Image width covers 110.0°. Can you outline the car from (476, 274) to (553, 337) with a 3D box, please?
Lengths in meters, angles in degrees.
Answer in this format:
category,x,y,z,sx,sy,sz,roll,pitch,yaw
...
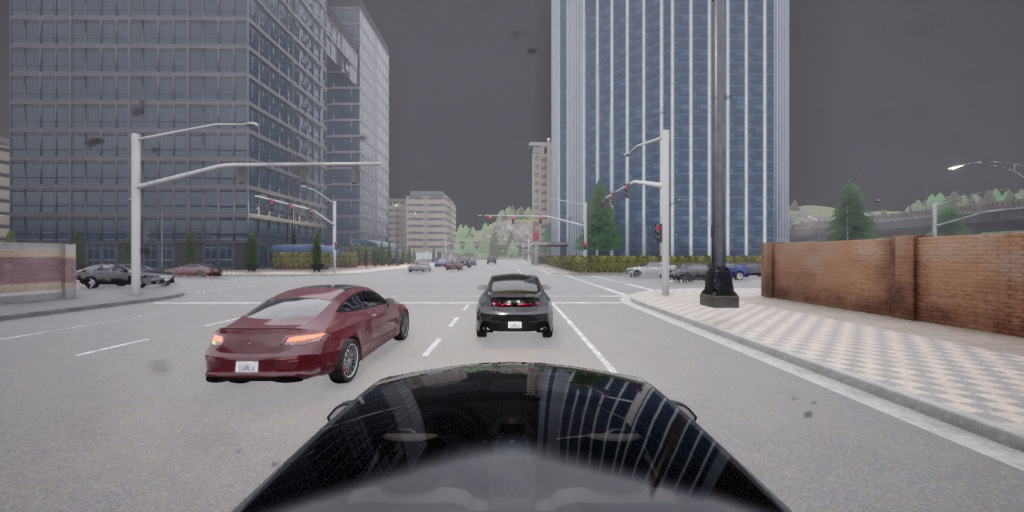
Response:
category,x,y,z,sx,sy,sz,roll,pitch,yaw
car,0.063,1.255,10.229,1.837,1.490,4.892,0,0,0

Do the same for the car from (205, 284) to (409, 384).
category,x,y,z,sx,sy,sz,roll,pitch,yaw
car,-3.438,1.276,6.963,1.812,1.442,4.674,0,0,0

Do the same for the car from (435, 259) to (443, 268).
category,x,y,z,sx,sy,sz,roll,pitch,yaw
car,-11.549,1.227,59.113,1.882,1.535,5.008,0,0,-1

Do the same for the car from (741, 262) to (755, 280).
category,x,y,z,sx,sy,sz,roll,pitch,yaw
car,17.208,1.228,30.276,5.008,1.535,1.882,0,0,-1

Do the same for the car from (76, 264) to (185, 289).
category,x,y,z,sx,sy,sz,roll,pitch,yaw
car,-24.231,1.241,22.667,4.902,1.511,2.128,0,0,0

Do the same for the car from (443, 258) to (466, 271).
category,x,y,z,sx,sy,sz,roll,pitch,yaw
car,-7.915,1.351,49.646,1.895,1.301,4.718,0,0,-1

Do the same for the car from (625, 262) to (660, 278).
category,x,y,z,sx,sy,sz,roll,pitch,yaw
car,13.025,1.276,33.719,4.674,1.442,1.812,0,0,1

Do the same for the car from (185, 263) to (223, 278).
category,x,y,z,sx,sy,sz,roll,pitch,yaw
car,-29.537,1.314,33.339,4.181,1.385,1.994,0,0,0

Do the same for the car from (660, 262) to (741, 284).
category,x,y,z,sx,sy,sz,roll,pitch,yaw
car,13.863,1.275,26.593,4.674,1.442,1.812,0,0,0

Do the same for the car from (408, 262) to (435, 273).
category,x,y,z,sx,sy,sz,roll,pitch,yaw
car,-11.397,1.350,44.439,1.895,1.301,4.718,0,0,1

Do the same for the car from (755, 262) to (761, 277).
category,x,y,z,sx,sy,sz,roll,pitch,yaw
car,22.612,1.297,33.824,5.357,1.411,2.033,0,0,-1

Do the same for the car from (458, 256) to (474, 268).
category,x,y,z,sx,sy,sz,roll,pitch,yaw
car,-8.056,0.973,59.662,2.150,2.045,5.566,0,0,-1
